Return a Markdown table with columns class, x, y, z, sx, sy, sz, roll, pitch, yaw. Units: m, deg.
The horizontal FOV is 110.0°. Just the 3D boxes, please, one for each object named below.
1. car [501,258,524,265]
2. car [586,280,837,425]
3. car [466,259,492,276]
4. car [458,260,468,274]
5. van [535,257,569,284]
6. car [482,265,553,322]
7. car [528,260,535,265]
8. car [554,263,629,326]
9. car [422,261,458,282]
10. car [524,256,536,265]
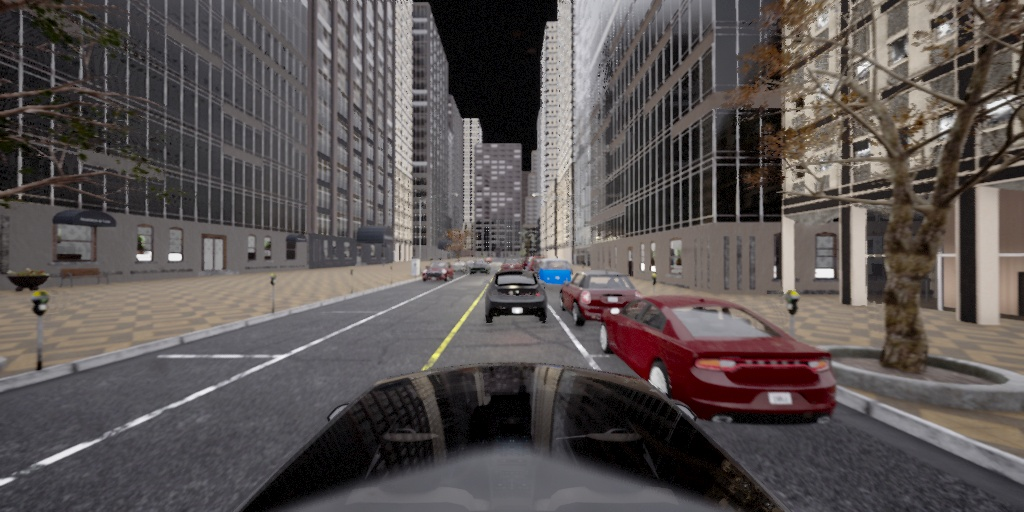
| class | x | y | z | sx | sy | sz | roll | pitch | yaw |
| --- | --- | --- | --- | --- | --- | --- | --- | --- | --- |
| car | -0.001 | 1.028 | 36.026 | 2.097 | 1.767 | 4.553 | 0 | 0 | 0 |
| car | 2.680 | 1.286 | 5.829 | 1.888 | 1.381 | 4.507 | 0 | 0 | 0 |
| car | -3.167 | 1.277 | 36.105 | 1.895 | 1.301 | 4.718 | 0 | 0 | 0 |
| car | -5.801 | 1.219 | 39.627 | 2.007 | 1.370 | 4.403 | 0 | 0 | 0 |
| van | 2.630 | 1.047 | 22.752 | 1.690 | 1.789 | 3.998 | 0 | 0 | 0 |
| car | 0.084 | 1.233 | 12.234 | 1.837 | 1.490 | 4.892 | 0 | 0 | -1 |
| car | 2.613 | 1.244 | 28.394 | 2.007 | 1.370 | 4.403 | 0 | 0 | 0 |
| car | 2.664 | 1.169 | 11.470 | 1.967 | 1.591 | 4.097 | 0 | 0 | 0 |
| car | -5.767 | 1.134 | 28.341 | 1.967 | 1.591 | 4.097 | 0 | 0 | 0 |
| car | 2.597 | 0.995 | 34.036 | 2.192 | 1.841 | 5.009 | 0 | 0 | 0 |
